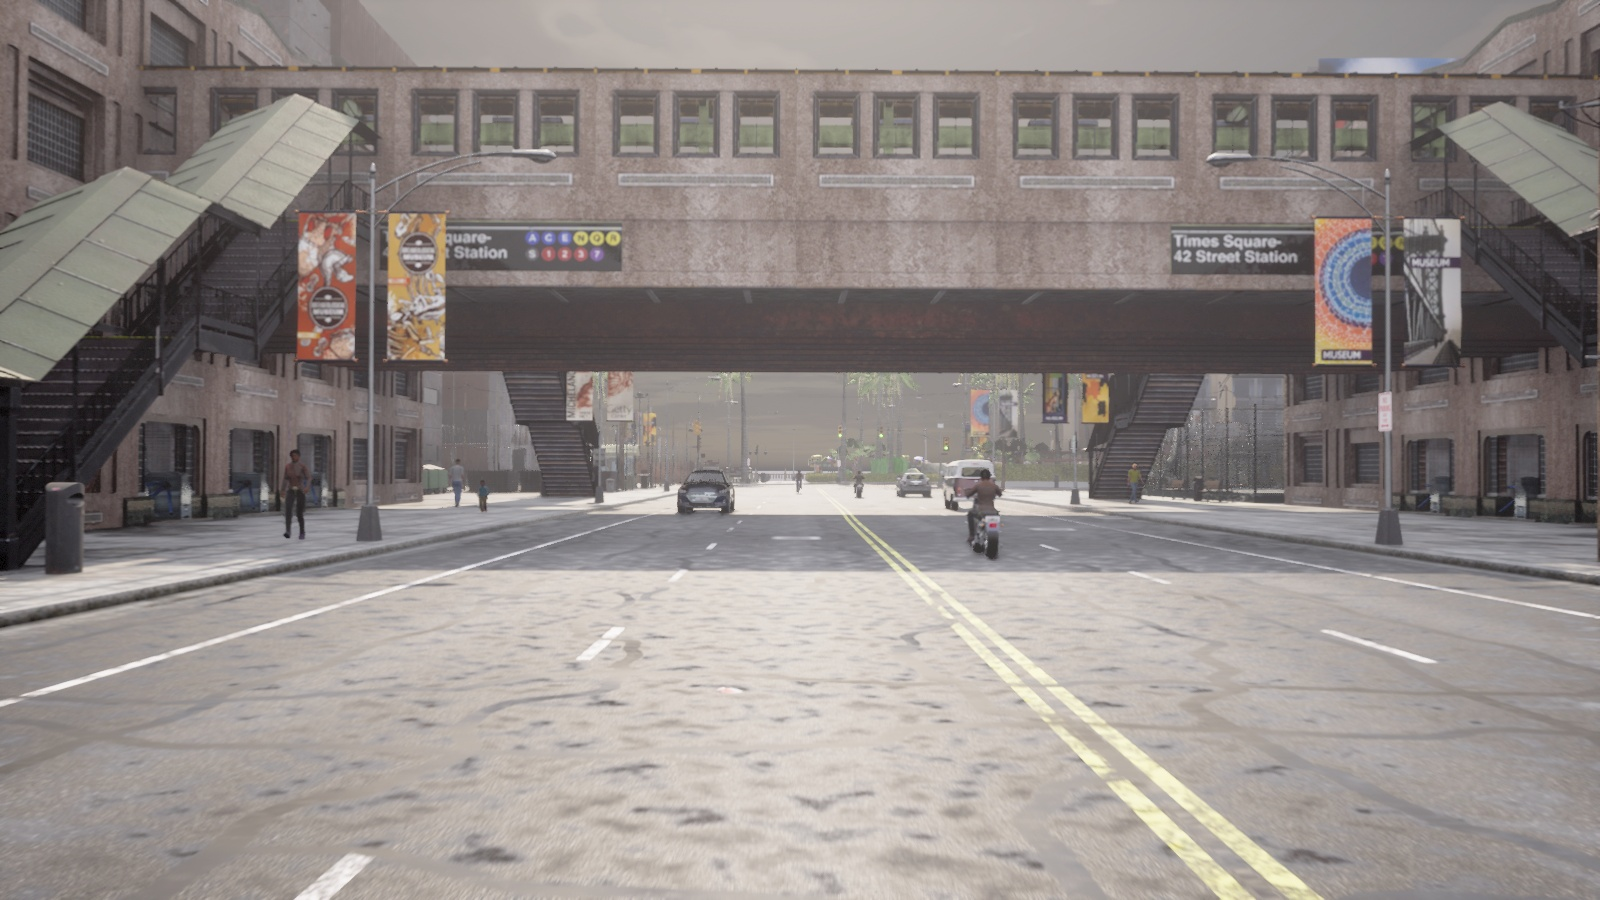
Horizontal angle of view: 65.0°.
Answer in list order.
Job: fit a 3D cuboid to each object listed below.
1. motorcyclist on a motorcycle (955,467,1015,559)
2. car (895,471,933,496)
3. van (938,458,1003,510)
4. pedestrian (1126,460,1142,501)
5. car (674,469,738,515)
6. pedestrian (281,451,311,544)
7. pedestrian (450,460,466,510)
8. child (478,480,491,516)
[{"bbox_3d":[3.443,1.147,23.622,0.766,1.649,2.350,0,-1,0],"label":"motorcyclist on a motorcycle"},{"bbox_3d":[6.969,2.044,77.185,1.970,1.475,3.806,0,-1,0],"label":"car"},{"bbox_3d":[7.007,1.382,52.117,2.069,2.038,4.480,0,-1,0],"label":"van"},{"bbox_3d":[14.838,1.346,55.771,0.354,1.836,0.706,0,-1,-13],"label":"pedestrian"},{"bbox_3d":[-3.510,1.555,47.539,2.033,1.649,4.856,0,-1,0],"label":"car"},{"bbox_3d":[-9.942,0.926,24.776,0.328,1.805,0.869,0,-1,-6],"label":"pedestrian"},{"bbox_3d":[-12.772,1.307,46.889,0.354,1.836,0.706,0,-1,3],"label":"pedestrian"},{"bbox_3d":[-10.411,1.587,41.441,0.343,1.192,0.448,0,-1,0],"label":"child"}]
